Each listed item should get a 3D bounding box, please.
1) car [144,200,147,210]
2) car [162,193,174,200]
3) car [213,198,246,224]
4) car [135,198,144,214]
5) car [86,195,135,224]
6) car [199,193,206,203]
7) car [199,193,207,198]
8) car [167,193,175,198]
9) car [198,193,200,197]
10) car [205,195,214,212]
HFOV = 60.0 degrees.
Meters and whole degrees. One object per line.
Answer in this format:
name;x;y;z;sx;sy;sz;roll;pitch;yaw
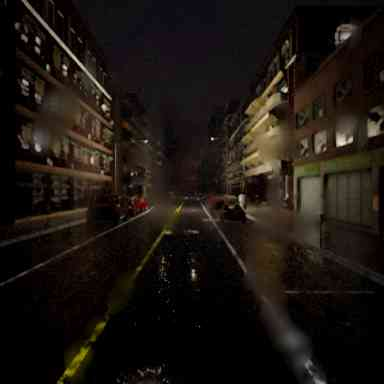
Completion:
car;-5.687;1.288;34.291;1.887;1.381;4.507;0;0;0
car;-5.684;0.995;73.742;2.008;1.369;4.403;0;0;0
car;2.692;1.352;23.183;1.752;1.417;4.829;0;0;0
car;-5.688;1.226;28.653;1.967;1.590;4.097;0;0;0
car;-5.687;1.143;23.017;2.192;1.841;5.009;0;0;0
car;2.695;1.124;56.829;2.008;1.369;4.403;0;0;0
car;2.698;0.923;85.010;1.947;1.339;4.313;0;0;0
car;-5.682;0.859;90.651;1.887;1.381;4.507;0;0;0
car;2.698;0.925;79.543;1.752;1.417;4.829;0;0;0
car;2.693;1.288;34.286;1.887;1.381;4.507;0;0;0
